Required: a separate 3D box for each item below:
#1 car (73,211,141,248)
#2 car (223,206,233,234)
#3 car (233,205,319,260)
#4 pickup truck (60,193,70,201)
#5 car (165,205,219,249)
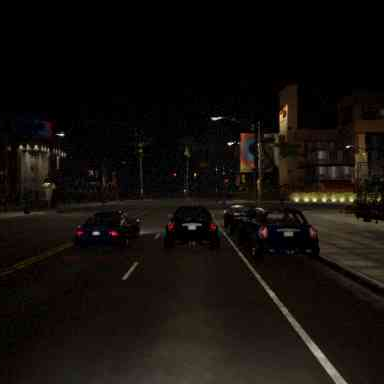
[{"bbox_3d":[-3.500,1.560,14.647,2.033,1.411,5.357,0,0,0],"label":"car"},{"bbox_3d":[2.900,1.476,19.057,2.097,1.535,5.008,0,0,0],"label":"car"},{"bbox_3d":[3.040,1.350,12.632,2.185,1.767,4.553,0,0,0],"label":"car"},{"bbox_3d":[-28.602,1.087,79.524,6.274,2.098,2.390,0,0,0],"label":"pickup truck"},{"bbox_3d":[0.000,1.363,14.617,2.097,1.767,4.553,0,0,0],"label":"car"}]
